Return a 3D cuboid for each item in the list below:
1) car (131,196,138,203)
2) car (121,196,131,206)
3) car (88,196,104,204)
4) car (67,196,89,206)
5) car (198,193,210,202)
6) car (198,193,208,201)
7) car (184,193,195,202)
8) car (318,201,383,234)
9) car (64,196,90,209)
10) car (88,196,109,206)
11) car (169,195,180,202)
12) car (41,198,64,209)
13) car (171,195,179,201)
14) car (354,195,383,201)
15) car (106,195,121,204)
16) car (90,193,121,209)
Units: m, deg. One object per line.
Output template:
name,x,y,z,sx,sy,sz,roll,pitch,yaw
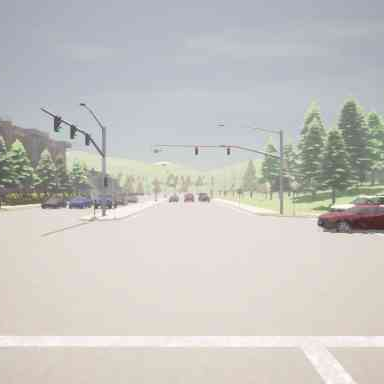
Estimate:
car,-12.013,1.548,66.966,2.033,1.411,5.357,0,0,0
car,-11.905,1.505,55.399,1.837,1.490,4.892,0,0,-1
car,-18.990,1.504,65.768,1.837,1.490,4.892,0,0,-1
car,-18.901,1.478,55.336,1.882,1.535,5.008,0,0,-1
car,2.905,1.501,73.442,1.837,1.490,4.892,0,0,-1
car,2.748,1.194,83.666,2.150,2.045,5.566,0,0,-1
car,-0.589,1.225,73.019,2.150,2.045,5.566,0,0,-1
car,9.733,1.477,18.787,5.008,1.535,1.882,0,0,0
car,-15.269,1.478,45.537,1.882,1.535,5.008,0,0,-1
car,-15.399,1.492,54.942,2.128,1.511,4.902,0,0,-1
car,-4.087,1.541,72.899,2.033,1.411,5.357,0,0,-1
car,-18.771,1.547,45.605,2.033,1.411,5.357,0,0,-1
car,-4.251,1.488,83.517,1.812,1.442,4.674,0,0,-1
car,12.090,1.222,22.304,5.566,2.045,2.150,0,0,0
car,-15.499,1.478,65.939,1.882,1.535,5.008,0,0,-1
car,-11.773,1.222,45.720,2.150,2.045,5.566,0,0,-1
